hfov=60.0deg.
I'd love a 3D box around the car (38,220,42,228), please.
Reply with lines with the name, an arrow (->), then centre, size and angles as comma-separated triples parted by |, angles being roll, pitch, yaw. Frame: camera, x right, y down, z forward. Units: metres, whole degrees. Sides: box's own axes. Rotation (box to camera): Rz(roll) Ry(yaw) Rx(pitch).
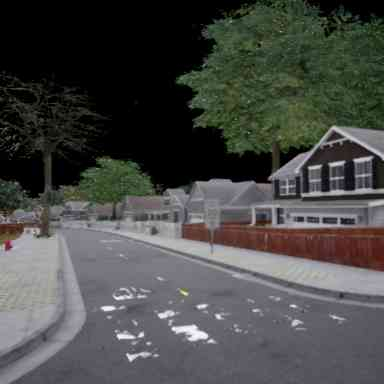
car -> -38.550, 8.246, 86.867 | 2.150, 2.045, 5.566 | 2, -6, -39

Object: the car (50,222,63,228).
car -> -31.753, 7.771, 77.730 | 2.033, 1.411, 5.357 | 2, -5, -36
